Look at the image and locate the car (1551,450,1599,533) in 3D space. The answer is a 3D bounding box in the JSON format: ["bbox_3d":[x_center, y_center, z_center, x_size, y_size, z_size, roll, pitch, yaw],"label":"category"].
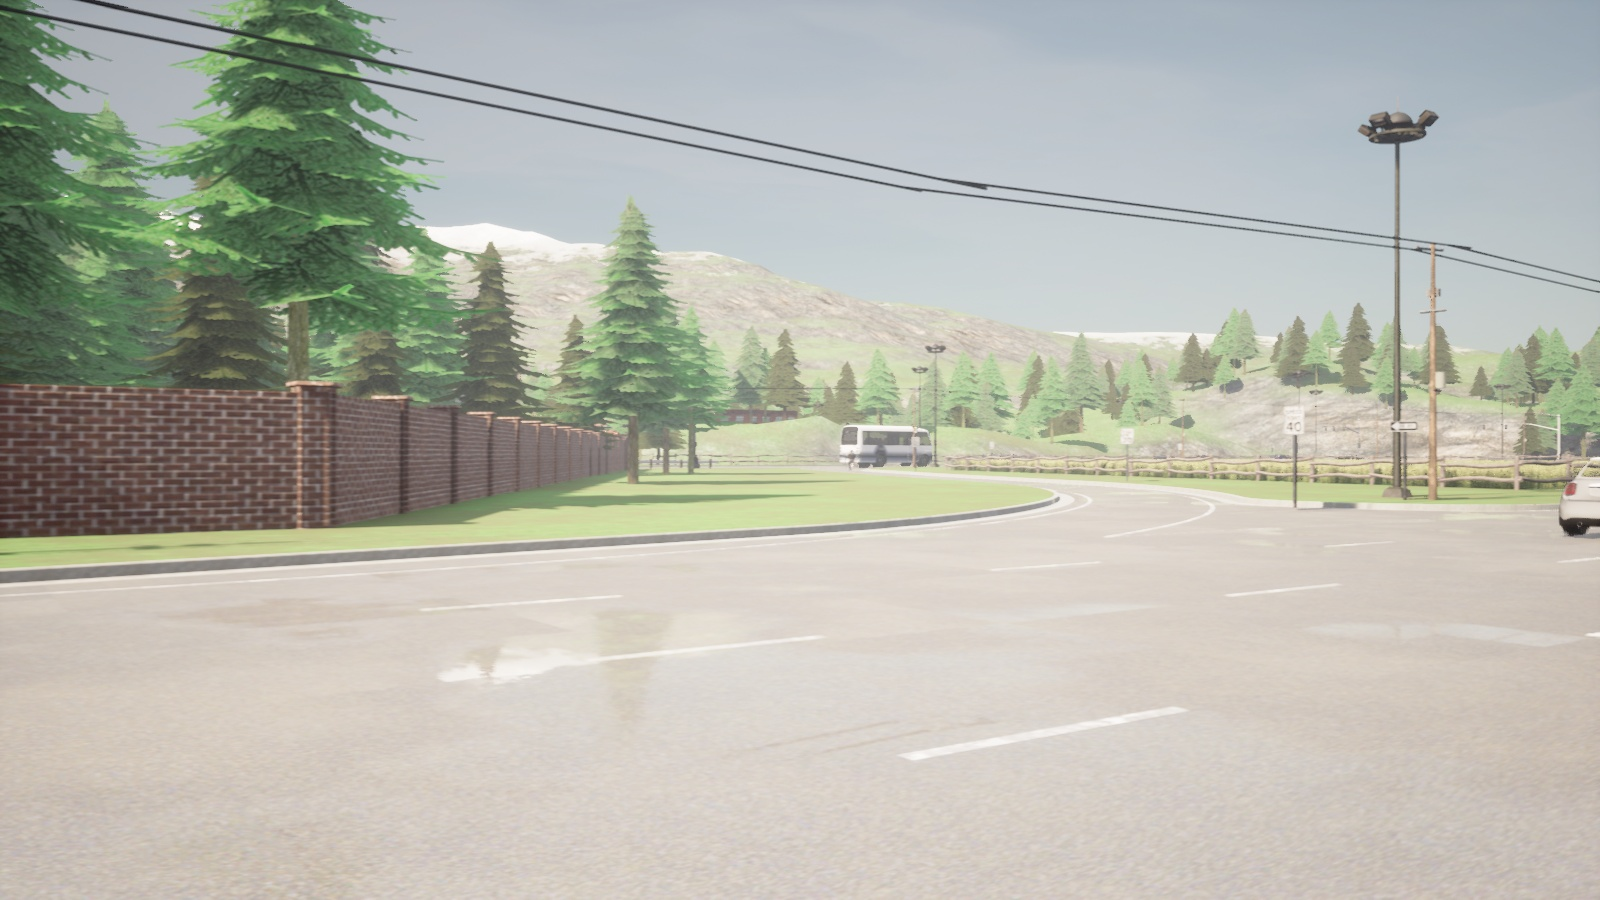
[{"bbox_3d":[15.849,0.733,23.218,3.806,1.475,1.970,0,0,-35],"label":"car"}]
